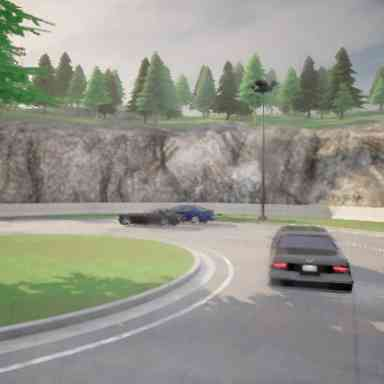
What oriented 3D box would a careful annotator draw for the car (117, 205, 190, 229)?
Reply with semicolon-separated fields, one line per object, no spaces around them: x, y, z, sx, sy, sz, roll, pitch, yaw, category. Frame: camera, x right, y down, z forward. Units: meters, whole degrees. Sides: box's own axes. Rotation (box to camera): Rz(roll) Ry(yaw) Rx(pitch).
-2.838;1.804;23.485;4.718;1.301;1.895;0;-1;19;car

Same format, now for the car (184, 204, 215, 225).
-0.651;1.717;26.145;5.008;1.535;1.882;0;-1;24;car

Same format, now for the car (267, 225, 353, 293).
3.078;1.651;9.297;2.033;1.411;5.357;0;-1;15;car
